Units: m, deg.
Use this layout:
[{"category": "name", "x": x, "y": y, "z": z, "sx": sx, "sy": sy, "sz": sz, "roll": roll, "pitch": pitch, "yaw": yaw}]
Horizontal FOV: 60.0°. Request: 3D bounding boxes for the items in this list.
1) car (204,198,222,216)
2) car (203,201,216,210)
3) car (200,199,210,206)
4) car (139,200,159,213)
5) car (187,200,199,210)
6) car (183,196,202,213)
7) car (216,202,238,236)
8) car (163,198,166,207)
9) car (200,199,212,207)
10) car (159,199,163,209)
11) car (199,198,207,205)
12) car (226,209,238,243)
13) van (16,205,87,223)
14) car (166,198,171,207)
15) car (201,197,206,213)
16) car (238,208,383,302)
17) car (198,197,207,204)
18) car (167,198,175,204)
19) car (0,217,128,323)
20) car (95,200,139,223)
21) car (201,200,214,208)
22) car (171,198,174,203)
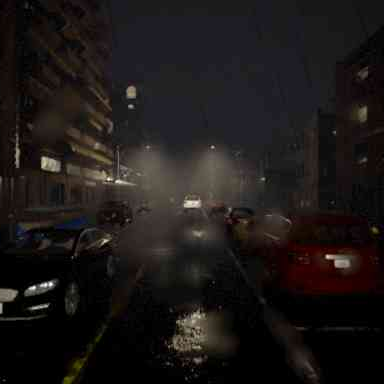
[{"category": "car", "x": 2.684, "y": 1.757, "z": 36.047, "sx": 1.967, "sy": 1.590, "sz": 4.097, "roll": 0, "pitch": -1, "yaw": 0}, {"category": "car", "x": 2.680, "y": 2.053, "z": 52.662, "sx": 1.802, "sy": 1.307, "sz": 4.206, "roll": 0, "pitch": -1, "yaw": 0}, {"category": "car", "x": 2.676, "y": 2.208, "z": 69.278, "sx": 1.947, "sy": 1.339, "sz": 4.313, "roll": 0, "pitch": -1, "yaw": 0}, {"category": "car", "x": -5.698, "y": 1.932, "z": 41.584, "sx": 1.947, "sy": 1.339, "sz": 4.313, "roll": 0, "pitch": -1, "yaw": 0}, {"category": "car", "x": 0.091, "y": 2.005, "z": 53.410, "sx": 1.812, "sy": 1.442, "sz": 4.674, "roll": 0, "pitch": -1, "yaw": 0}, {"category": "car", "x": 0.091, "y": 1.582, "z": 42.094, "sx": 2.150, "sy": 2.045, "sz": 5.566, "roll": 0, "pitch": -2, "yaw": 0}, {"category": "car", "x": 2.688, "y": 1.607, "z": 19.429, "sx": 1.967, "sy": 1.590, "sz": 4.097, "roll": 0, "pitch": -1, "yaw": 0}, {"category": "car", "x": -5.700, "y": 2.021, "z": 52.660, "sx": 2.008, "sy": 1.369, "sz": 4.403, "roll": 0, "pitch": -1, "yaw": 0}, {"category": "car", "x": 2.678, "y": 2.135, "z": 63.739, "sx": 2.008, "sy": 1.369, "sz": 4.403, "roll": 0, "pitch": -1, "yaw": 0}, {"category": "car", "x": -5.699, "y": 1.968, "z": 47.122, "sx": 2.008, "sy": 1.369, "sz": 4.403, "roll": 0, "pitch": -1, "yaw": 0}, {"category": "car", "x": 2.674, "y": 2.284, "z": 80.527, "sx": 1.752, "sy": 1.417, "sz": 4.829, "roll": 0, "pitch": -1, "yaw": 0}, {"category": "car", "x": 2.689, "y": 1.645, "z": 14.059, "sx": 1.752, "sy": 1.417, "sz": 4.829, "roll": 0, "pitch": -1, "yaw": 0}, {"category": "van", "x": -5.692, "y": 1.459, "z": 13.889, "sx": 1.690, "sy": 1.788, "sz": 3.998, "roll": 0, "pitch": 0, "yaw": 0}, {"category": "car", "x": -5.703, "y": 2.024, "z": 63.739, "sx": 1.967, "sy": 1.590, "sz": 4.097, "roll": 0, "pitch": -1, "yaw": 0}, {"category": "car", "x": 2.683, "y": 1.681, "z": 41.588, "sx": 2.192, "sy": 1.841, "sz": 5.009, "roll": 0, "pitch": -1, "yaw": 0}, {"category": "car", "x": 2.691, "y": 1.386, "z": 8.352, "sx": 2.192, "sy": 1.841, "sz": 5.009, "roll": 0, "pitch": 0, "yaw": 0}, {"category": "car", "x": 2.673, "y": 2.130, "z": 85.899, "sx": 2.192, "sy": 1.841, "sz": 5.009, "roll": 0, "pitch": -1, "yaw": 0}, {"category": "car", "x": -5.709, "y": 2.395, "z": 91.265, "sx": 1.752, "sy": 1.417, "sz": 4.829, "roll": 0, "pitch": -1, "yaw": 0}, {"category": "car", "x": -3.091, "y": 1.556, "z": 7.584, "sx": 2.128, "sy": 1.511, "sz": 4.902, "roll": 0, "pitch": -1, "yaw": 0}, {"category": "car", "x": -5.694, "y": 1.531, "z": 24.968, "sx": 2.192, "sy": 1.841, "sz": 5.009, "roll": 0, "pitch": -1, "yaw": 0}, {"category": "car", "x": 2.679, "y": 2.093, "z": 58.201, "sx": 1.947, "sy": 1.339, "sz": 4.313, "roll": 0, "pitch": -1, "yaw": 0}, {"category": "car", "x": -5.705, "y": 2.139, "z": 74.817, "sx": 1.967, "sy": 1.590, "sz": 4.097, "roll": 0, "pitch": -1, "yaw": 0}]
